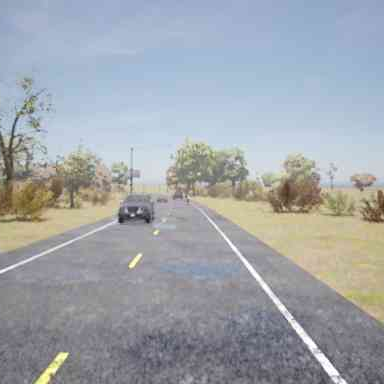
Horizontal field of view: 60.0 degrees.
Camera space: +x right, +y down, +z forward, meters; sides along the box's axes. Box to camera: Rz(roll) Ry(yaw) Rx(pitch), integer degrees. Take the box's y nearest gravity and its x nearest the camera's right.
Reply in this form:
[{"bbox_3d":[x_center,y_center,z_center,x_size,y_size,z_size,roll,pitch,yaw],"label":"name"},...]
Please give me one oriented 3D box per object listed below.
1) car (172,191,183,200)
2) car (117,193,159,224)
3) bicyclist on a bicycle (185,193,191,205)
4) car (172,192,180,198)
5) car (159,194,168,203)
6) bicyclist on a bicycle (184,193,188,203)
[{"bbox_3d":[-3.307,0.844,80.076,2.150,2.045,5.566,0,0,-5],"label":"car"},{"bbox_3d":[-3.936,1.137,24.376,2.150,2.045,5.566,0,0,-1],"label":"car"},{"bbox_3d":[-0.552,1.231,53.490,0.866,1.612,1.509,0,0,-3],"label":"bicyclist on a bicycle"},{"bbox_3d":[-4.604,0.808,94.818,2.097,1.767,4.553,0,0,-6],"label":"car"},{"bbox_3d":[-5.717,1.230,64.930,1.882,1.535,5.008,0,0,-3],"label":"car"},{"bbox_3d":[-1.048,1.129,62.072,0.659,1.776,1.843,0,0,-4],"label":"bicyclist on a bicycle"}]
